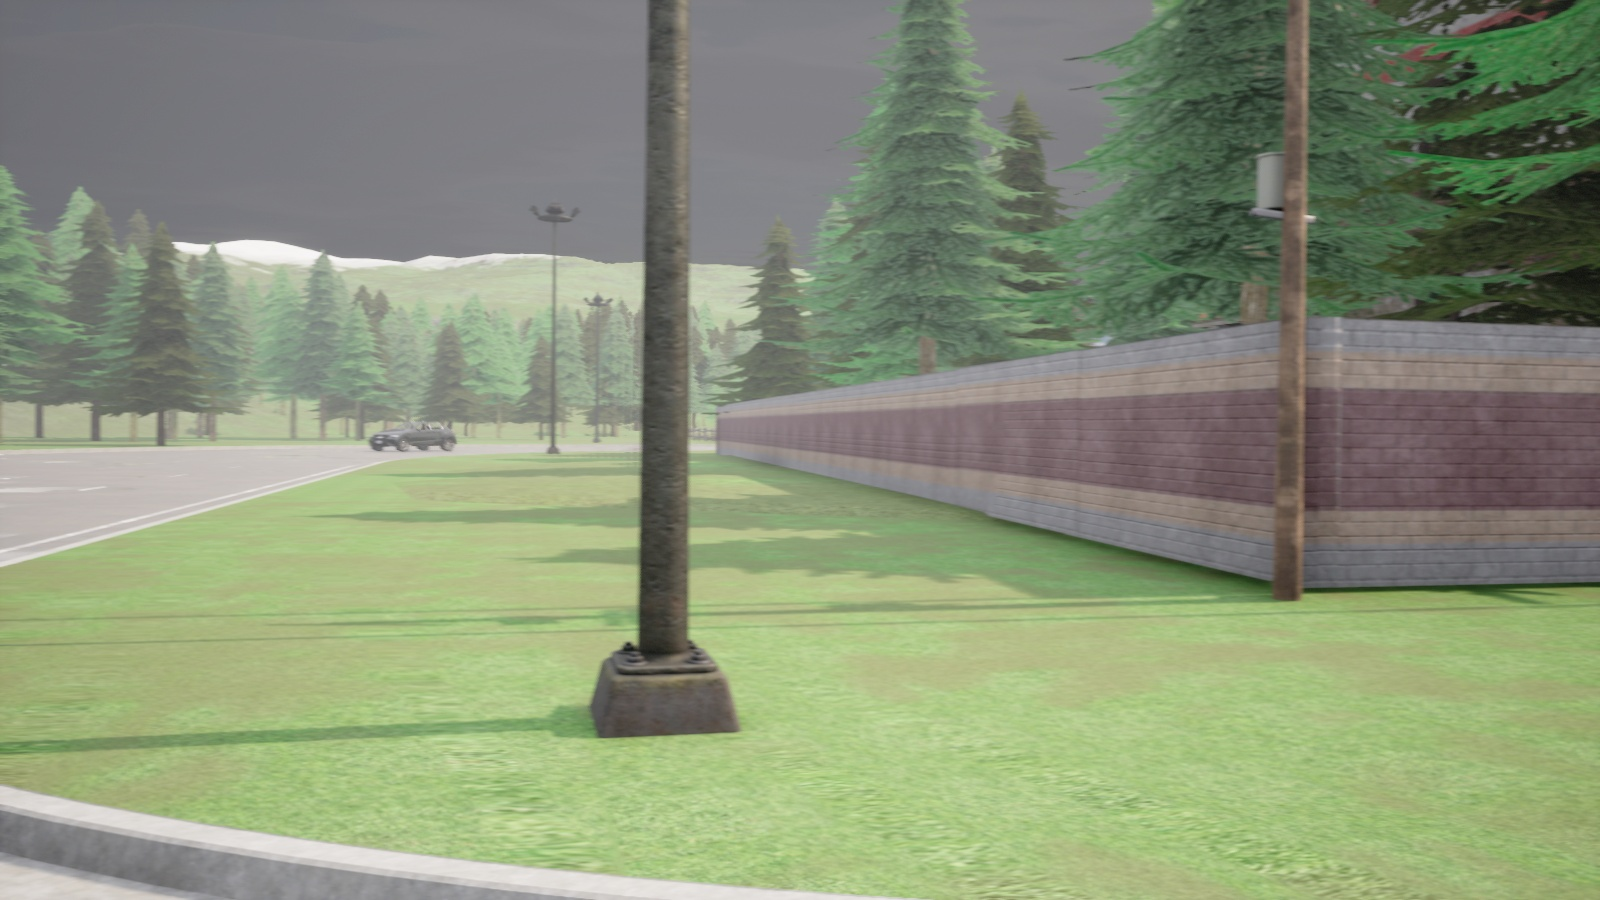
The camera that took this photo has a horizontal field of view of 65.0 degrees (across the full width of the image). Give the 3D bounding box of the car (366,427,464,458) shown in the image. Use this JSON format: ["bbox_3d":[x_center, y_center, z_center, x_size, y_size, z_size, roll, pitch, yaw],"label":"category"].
[{"bbox_3d":[-20.972,-0.430,68.583,2.152,1.651,5.027,0,1,28],"label":"car"}]
